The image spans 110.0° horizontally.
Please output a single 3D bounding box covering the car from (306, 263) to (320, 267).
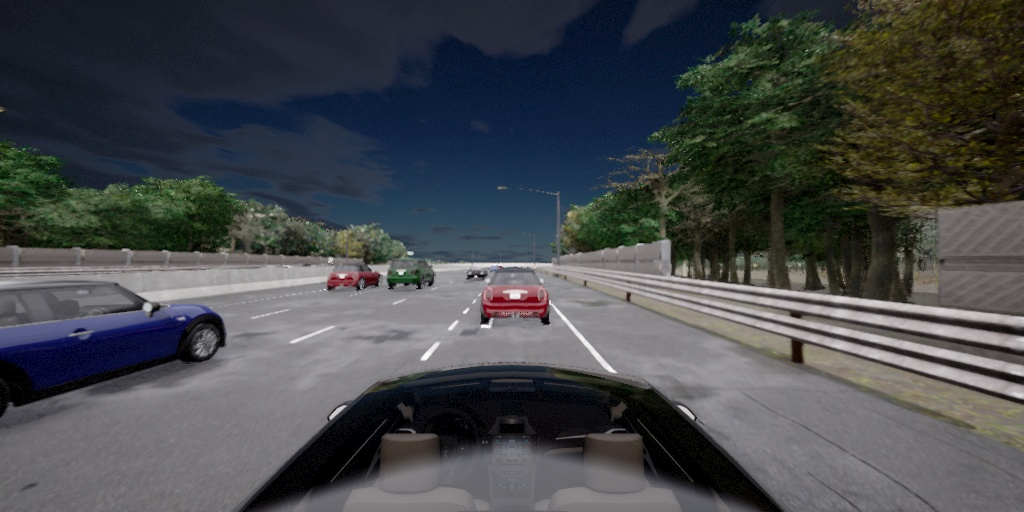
[{"bbox_3d":[-28.073,1.868,53.641,2.097,1.767,4.553,0,-1,0],"label":"car"}]

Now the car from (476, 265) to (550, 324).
[{"bbox_3d":[0.095,1.198,12.535,2.097,1.767,4.553,0,0,0],"label":"car"}]

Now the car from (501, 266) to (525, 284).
[{"bbox_3d":[0.085,1.632,31.848,1.994,1.385,4.181,0,-1,0],"label":"car"}]

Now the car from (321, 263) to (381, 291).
[{"bbox_3d":[-10.411,1.316,24.086,2.097,1.767,4.553,0,-1,0],"label":"car"}]

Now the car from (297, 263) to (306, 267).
[{"bbox_3d":[-31.567,1.866,53.501,2.097,1.767,4.553,0,-1,0],"label":"car"}]

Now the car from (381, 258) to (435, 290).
[{"bbox_3d":[-6.911,1.196,25.004,2.150,2.045,5.566,0,-1,0],"label":"car"}]

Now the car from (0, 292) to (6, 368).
[{"bbox_3d":[-10.400,1.343,4.559,1.994,1.385,4.181,0,-1,0],"label":"car"}]

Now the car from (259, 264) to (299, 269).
[{"bbox_3d":[-21.110,1.592,31.259,1.812,1.442,4.674,0,-1,0],"label":"car"}]

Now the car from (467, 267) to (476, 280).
[{"bbox_3d":[-3.518,1.760,37.349,1.895,1.301,4.718,0,-1,0],"label":"car"}]

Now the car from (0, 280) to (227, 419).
[{"bbox_3d":[-6.901,1.138,5.465,2.097,1.767,4.553,0,-1,0],"label":"car"}]
